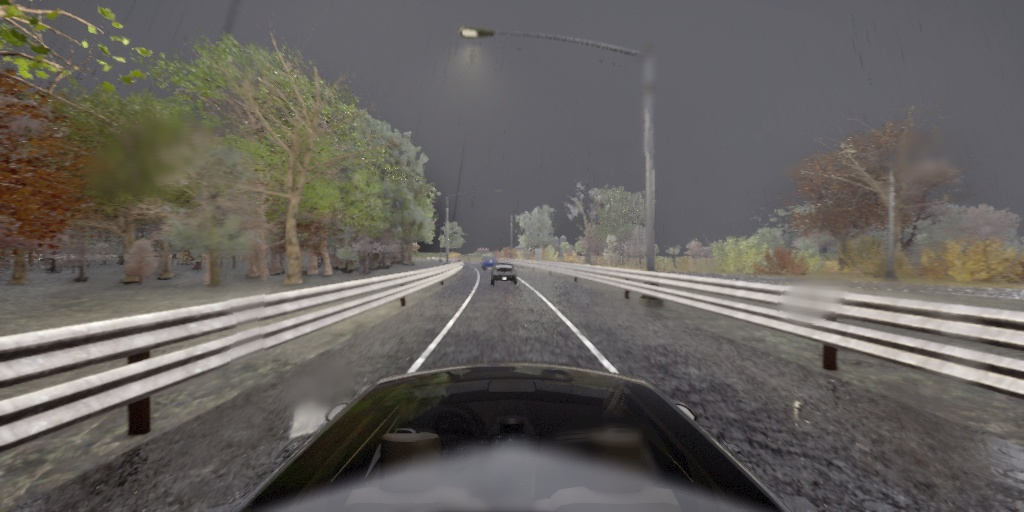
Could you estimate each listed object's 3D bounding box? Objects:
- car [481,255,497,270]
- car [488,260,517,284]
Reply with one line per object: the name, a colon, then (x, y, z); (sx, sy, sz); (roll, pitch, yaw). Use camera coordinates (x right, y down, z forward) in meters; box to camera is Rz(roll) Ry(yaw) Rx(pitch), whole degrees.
car: (-3.388, 0.941, 53.404); (2.150, 2.045, 5.566); (0, 0, -9)
car: (-0.687, 1.255, 26.753); (1.837, 1.490, 4.892); (0, 0, -4)
